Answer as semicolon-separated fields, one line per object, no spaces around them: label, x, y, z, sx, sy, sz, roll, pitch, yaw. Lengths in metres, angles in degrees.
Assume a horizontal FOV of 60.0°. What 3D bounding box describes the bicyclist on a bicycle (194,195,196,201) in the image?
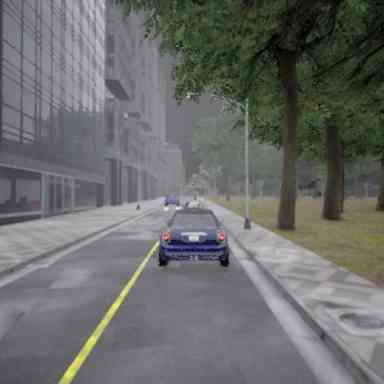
bicyclist on a bicycle;0.827;1.478;88.314;0.582;1.620;1.656;0;0;0

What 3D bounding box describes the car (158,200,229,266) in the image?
car;0.066;1.338;11.627;2.097;1.767;4.553;0;0;0

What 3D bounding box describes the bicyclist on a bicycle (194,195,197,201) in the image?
bicyclist on a bicycle;0.827;1.461;79.313;0.582;1.620;1.656;0;0;0

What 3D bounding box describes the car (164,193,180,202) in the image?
car;-3.063;1.201;51.575;2.150;2.045;5.566;0;0;0

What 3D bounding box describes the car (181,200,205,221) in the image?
car;0.073;1.503;28.079;1.812;1.442;4.674;0;0;0
